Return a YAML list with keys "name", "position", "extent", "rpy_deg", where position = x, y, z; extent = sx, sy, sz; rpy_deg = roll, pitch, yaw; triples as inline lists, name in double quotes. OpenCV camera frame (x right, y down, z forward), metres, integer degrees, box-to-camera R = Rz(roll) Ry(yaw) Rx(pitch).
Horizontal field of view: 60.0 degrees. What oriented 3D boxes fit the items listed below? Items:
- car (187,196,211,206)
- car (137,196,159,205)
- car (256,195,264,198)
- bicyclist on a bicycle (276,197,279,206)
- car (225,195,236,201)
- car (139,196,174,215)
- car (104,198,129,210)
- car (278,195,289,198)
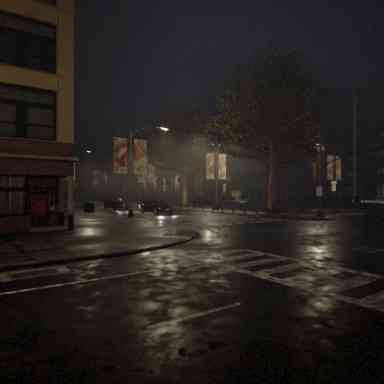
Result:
- name: "car"
  position: [1.024, 1.477, 53.432]
  extent: [1.882, 1.535, 5.008]
  rpy_deg: [0, 0, -36]
- name: "car"
  position: [-8.022, 1.505, 59.875]
  extent: [1.837, 1.490, 4.892]
  rpy_deg: [0, 0, -36]
- name: "car"
  position: [17.668, 1.463, 83.113]
  extent: [1.895, 1.301, 4.718]
  rpy_deg: [0, 0, -36]
- name: "bicyclist on a bicycle"
  position: [12.657, 1.300, 50.568]
  extent: [1.656, 1.620, 0.582]
  rpy_deg: [0, 0, -36]
- name: "car"
  position: [8.006, 1.413, 76.680]
  extent: [2.161, 1.482, 4.786]
  rpy_deg: [0, 0, -36]
- name: "car"
  position: [-3.689, 1.505, 33.934]
  extent: [1.837, 1.490, 4.892]
  rpy_deg: [0, 0, -36]
- name: "car"
  position: [-9.662, 1.492, 42.307]
  extent: [2.128, 1.511, 4.902]
  rpy_deg: [0, 0, -36]
- name: "car"
  position: [18.470, 1.320, 69.180]
  extent: [2.002, 1.452, 4.674]
  rpy_deg: [0, 0, -36]
